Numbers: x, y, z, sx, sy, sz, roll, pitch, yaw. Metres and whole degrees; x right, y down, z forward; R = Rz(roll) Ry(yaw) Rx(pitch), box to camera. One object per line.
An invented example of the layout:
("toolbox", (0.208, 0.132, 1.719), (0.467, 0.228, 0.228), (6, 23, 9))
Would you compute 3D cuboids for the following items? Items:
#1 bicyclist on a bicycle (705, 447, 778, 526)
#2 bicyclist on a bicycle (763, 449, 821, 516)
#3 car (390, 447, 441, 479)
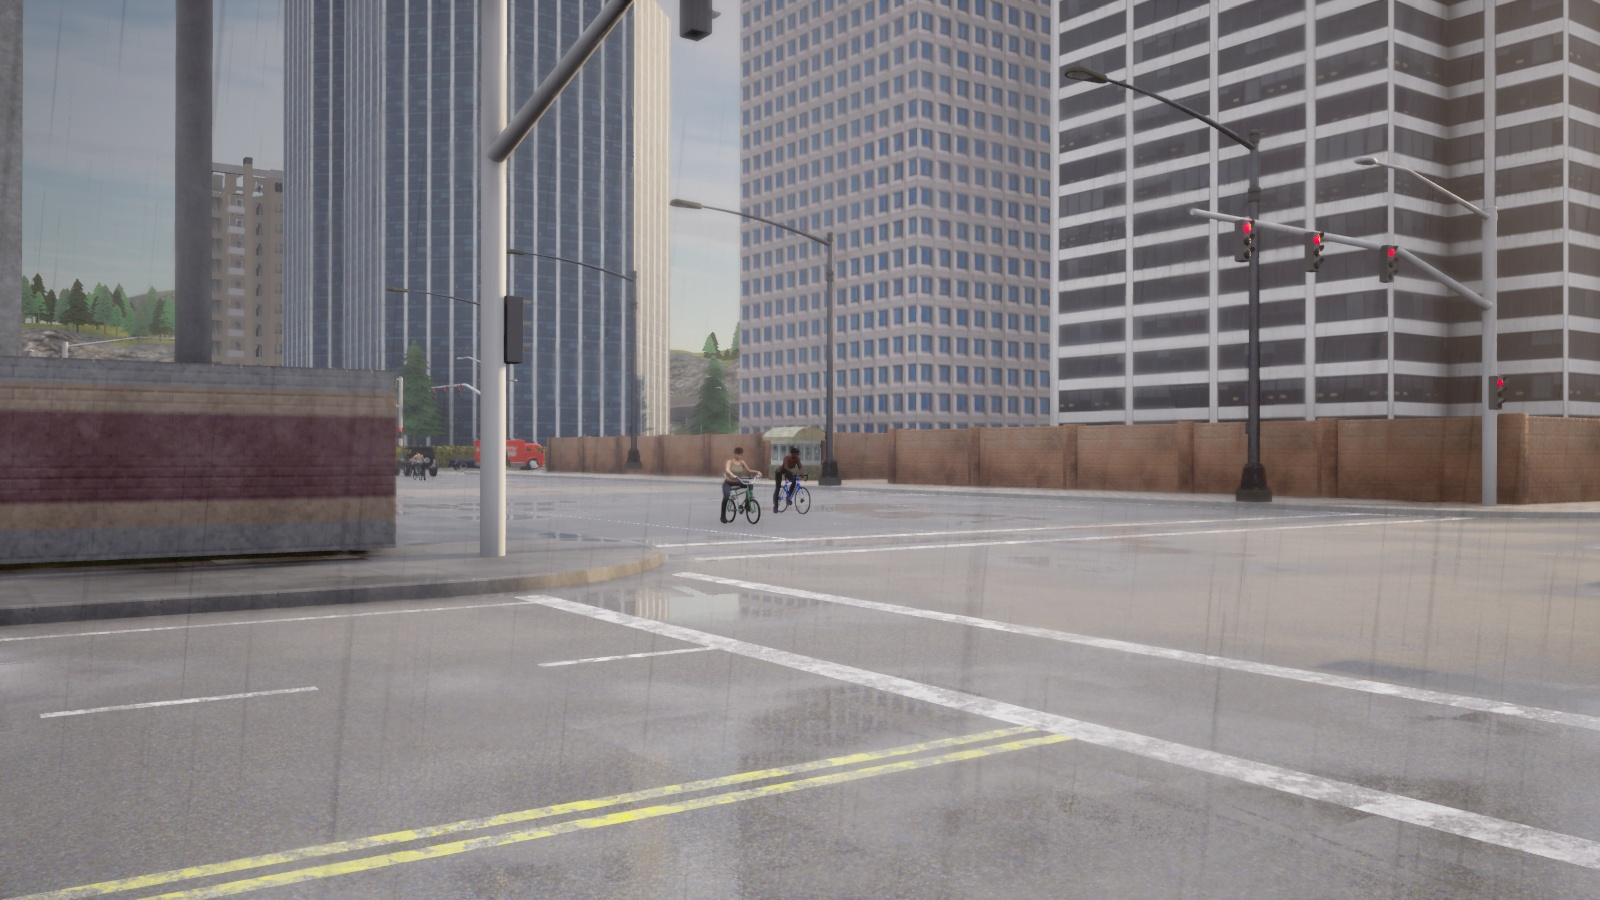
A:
("bicyclist on a bicycle", (-1.234, 0.748, 26.391), (0.866, 1.612, 1.509), (0, 0, -34))
("bicyclist on a bicycle", (-0.208, 0.774, 31.064), (0.582, 1.620, 1.656), (0, 0, -35))
("car", (-23.771, 0.781, 77.625), (1.905, 1.878, 3.866), (0, 0, -35))
